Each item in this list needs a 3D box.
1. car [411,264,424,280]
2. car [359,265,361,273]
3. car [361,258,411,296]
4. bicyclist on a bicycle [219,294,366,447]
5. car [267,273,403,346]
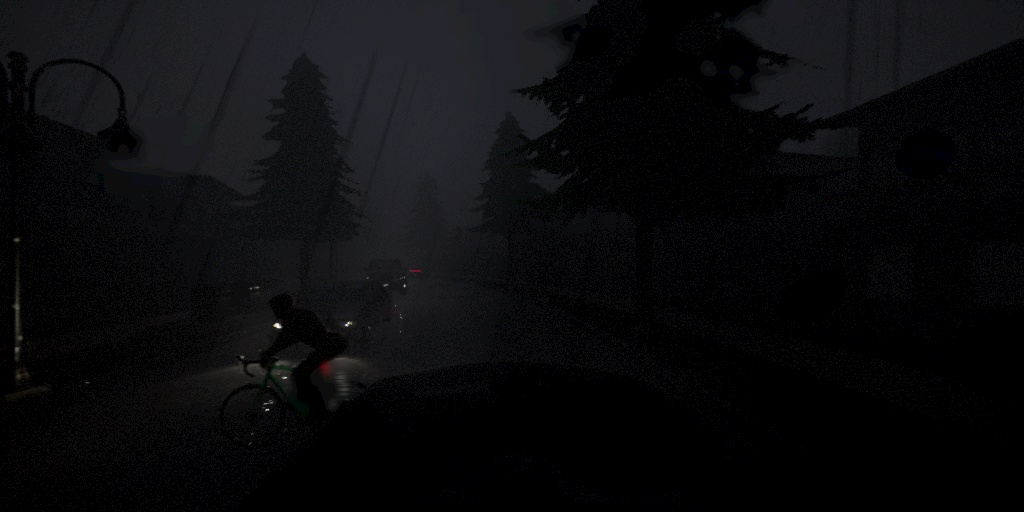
[{"bbox_3d":[-9.960,1.546,34.375,2.128,1.511,4.902,0,-1,-32],"label":"car"},{"bbox_3d":[-16.659,1.369,43.379,2.150,2.045,5.566,0,-1,-41],"label":"car"},{"bbox_3d":[-7.372,1.155,20.913,2.150,2.045,5.566,0,-1,-20],"label":"car"},{"bbox_3d":[-2.287,1.227,3.842,1.656,1.620,0.582,-1,0,-3],"label":"bicyclist on a bicycle"},{"bbox_3d":[-4.579,1.380,10.067,2.033,1.411,5.357,0,0,-9],"label":"car"}]
